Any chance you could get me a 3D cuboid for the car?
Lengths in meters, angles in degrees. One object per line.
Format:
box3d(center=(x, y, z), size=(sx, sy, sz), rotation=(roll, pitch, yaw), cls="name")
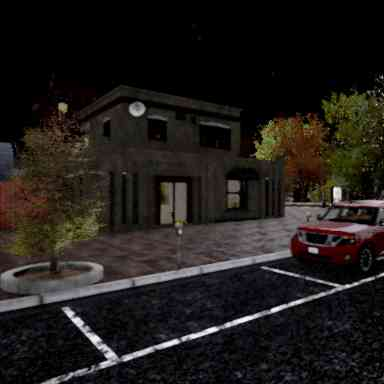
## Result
box3d(center=(5.280, 1.209, 10.321), size=(5.009, 1.841, 2.192), rotation=(-1, 1, -36), cls="car")
